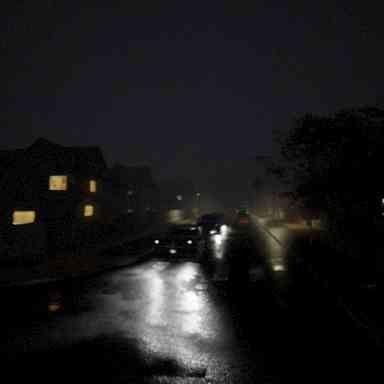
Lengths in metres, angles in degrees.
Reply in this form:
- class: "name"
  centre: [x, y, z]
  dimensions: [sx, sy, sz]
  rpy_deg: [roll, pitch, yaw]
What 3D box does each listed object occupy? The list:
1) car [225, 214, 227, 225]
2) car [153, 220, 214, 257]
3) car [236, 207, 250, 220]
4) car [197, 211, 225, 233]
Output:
- class: "car"
  centre: [3.158, 3.013, 39.353]
  dimensions: [2.128, 1.511, 4.902]
  rpy_deg: [-1, -2, 8]
- class: "car"
  centre: [-0.351, 2.258, 16.106]
  dimensions: [1.895, 1.301, 4.718]
  rpy_deg: [-1, -2, 12]
- class: "car"
  centre: [7.766, 3.441, 50.721]
  dimensions: [1.837, 1.490, 4.892]
  rpy_deg: [-1, -2, 8]
- class: "car"
  centre: [1.512, 2.569, 28.011]
  dimensions: [1.882, 1.535, 5.008]
  rpy_deg: [-1, -3, 8]
